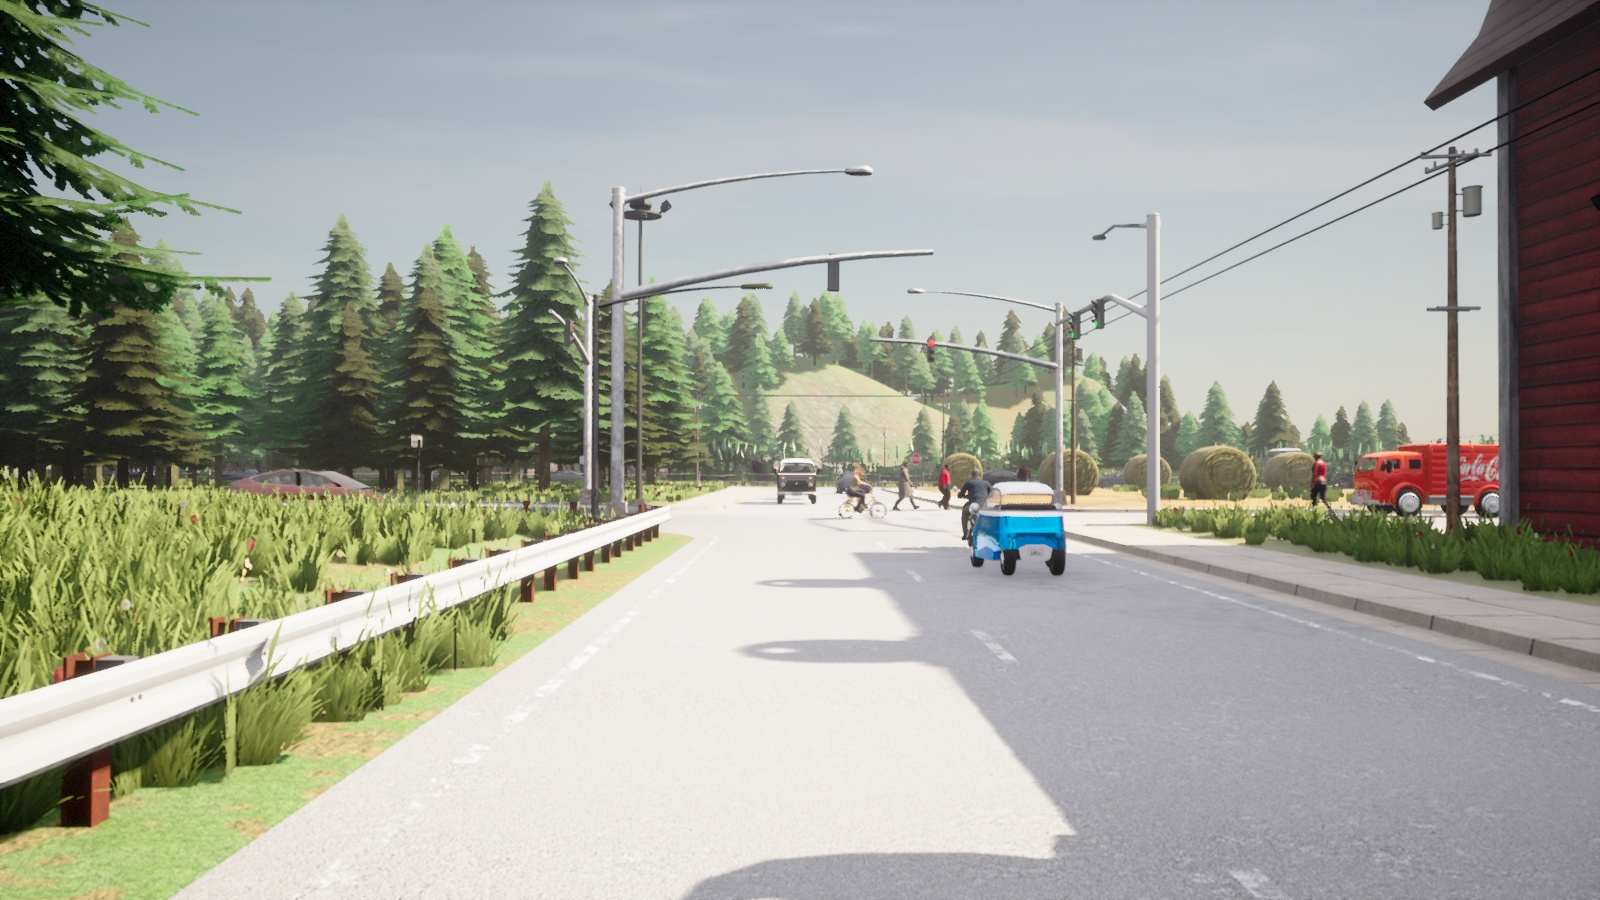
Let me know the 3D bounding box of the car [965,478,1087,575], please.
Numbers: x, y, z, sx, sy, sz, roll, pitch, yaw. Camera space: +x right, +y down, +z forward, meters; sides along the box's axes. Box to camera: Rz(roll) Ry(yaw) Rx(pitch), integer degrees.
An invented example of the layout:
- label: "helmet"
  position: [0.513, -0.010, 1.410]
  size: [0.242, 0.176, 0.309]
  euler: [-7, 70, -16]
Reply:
- label: "car"
  position: [3.451, 1.145, 19.454]
  size: [1.481, 1.376, 2.207]
  euler: [0, -1, 0]

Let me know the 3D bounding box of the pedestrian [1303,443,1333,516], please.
- label: "pedestrian"
  position: [13.279, 0.761, 32.190]
  size: [0.331, 1.846, 0.636]
  euler: [0, -1, -27]

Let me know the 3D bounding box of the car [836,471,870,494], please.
- label: "car"
  position: [3.300, 2.048, 78.938]
  size: [1.994, 1.385, 4.181]
  euler: [0, -1, 0]

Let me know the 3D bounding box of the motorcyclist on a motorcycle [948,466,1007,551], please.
- label: "motorcyclist on a motorcycle"
  position: [3.437, 1.119, 24.456]
  size: [0.866, 1.590, 1.817]
  euler: [0, -1, 0]

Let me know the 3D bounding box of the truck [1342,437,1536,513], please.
- label: "truck"
  position: [21.541, 0.847, 42.500]
  size: [5.204, 2.467, 2.627]
  euler: [0, -1, -1]

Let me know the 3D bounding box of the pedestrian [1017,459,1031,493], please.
- label: "pedestrian"
  position: [12.150, 1.421, 68.082]
  size: [0.634, 1.844, 0.899]
  euler: [-1, -1, 19]

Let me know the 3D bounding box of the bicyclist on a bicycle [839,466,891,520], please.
- label: "bicyclist on a bicycle"
  position: [1.982, 1.310, 38.582]
  size: [1.509, 1.612, 0.866]
  euler: [0, -1, -1]

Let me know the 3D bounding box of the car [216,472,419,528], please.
- label: "car"
  position: [-13.271, 1.360, 34.749]
  size: [4.792, 1.488, 2.163]
  euler: [0, -1, 0]

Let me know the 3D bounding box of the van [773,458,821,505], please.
- label: "van"
  position: [-0.144, 1.385, 56.522]
  size: [2.069, 2.038, 4.480]
  euler: [0, -1, 0]

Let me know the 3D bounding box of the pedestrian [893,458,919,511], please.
- label: "pedestrian"
  position: [3.936, 1.271, 46.609]
  size: [0.873, 1.952, 0.659]
  euler: [0, -1, 0]

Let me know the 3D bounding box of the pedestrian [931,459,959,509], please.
- label: "pedestrian"
  position: [5.422, 1.279, 46.965]
  size: [0.899, 1.844, 0.634]
  euler: [0, -1, 17]
